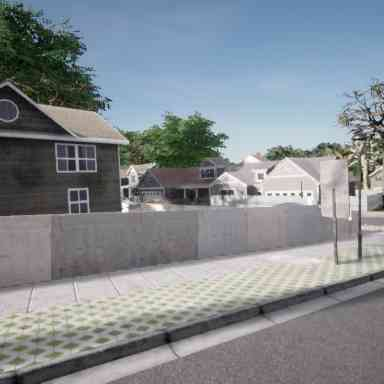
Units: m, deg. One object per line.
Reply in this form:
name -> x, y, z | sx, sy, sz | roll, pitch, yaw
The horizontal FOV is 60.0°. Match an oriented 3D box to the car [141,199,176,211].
car -> -3.898, 1.580, 38.455 | 5.008, 1.535, 1.882 | 0, 3, 44

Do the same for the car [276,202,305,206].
car -> 8.680, 1.610, 27.758 | 5.008, 1.535, 1.882 | 0, 3, 38
